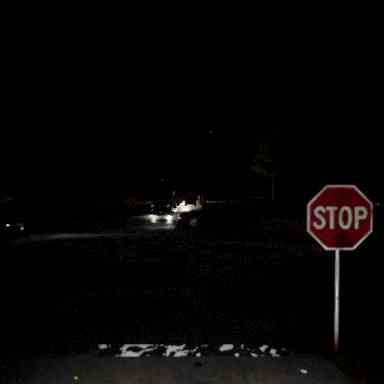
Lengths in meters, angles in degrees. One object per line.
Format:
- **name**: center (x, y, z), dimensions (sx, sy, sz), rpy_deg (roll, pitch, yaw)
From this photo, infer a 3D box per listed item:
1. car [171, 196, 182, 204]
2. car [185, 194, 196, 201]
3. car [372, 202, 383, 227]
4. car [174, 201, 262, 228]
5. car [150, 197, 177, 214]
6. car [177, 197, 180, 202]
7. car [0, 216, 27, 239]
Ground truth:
- **car**: center (-3.208, 1.655, 69.499), dimensions (2.033, 1.411, 5.357), rpy_deg (0, 0, 0)
- **car**: center (-0.262, 1.565, 57.594), dimensions (2.128, 1.511, 4.902), rpy_deg (0, 0, 0)
- **car**: center (9.543, 1.285, 17.788), dimensions (4.902, 1.511, 2.128), rpy_deg (-1, 1, 0)
- **car**: center (1.766, 1.492, 21.493), dimensions (5.357, 1.411, 2.033), rpy_deg (-1, 0, 0)
- **car**: center (-3.083, 1.383, 34.994), dimensions (2.097, 1.767, 4.553), rpy_deg (0, 0, 2)
- **car**: center (-3.105, 1.527, 46.008), dimensions (1.882, 1.535, 5.008), rpy_deg (0, 0, 0)
- **car**: center (-11.497, 1.734, 17.736), dimensions (4.902, 1.511, 2.128), rpy_deg (-1, 1, 0)
